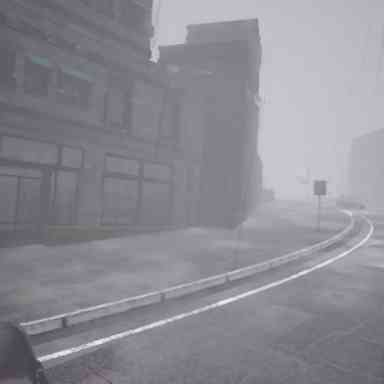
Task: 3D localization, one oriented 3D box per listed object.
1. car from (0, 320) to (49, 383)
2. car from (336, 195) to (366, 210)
[{"bbox_3d":[-3.498,1.584,1.500,5.357,1.411,2.033,0,0,-34],"label":"car"},{"bbox_3d":[17.442,1.097,36.741,1.837,1.490,4.892,3,2,5],"label":"car"}]
